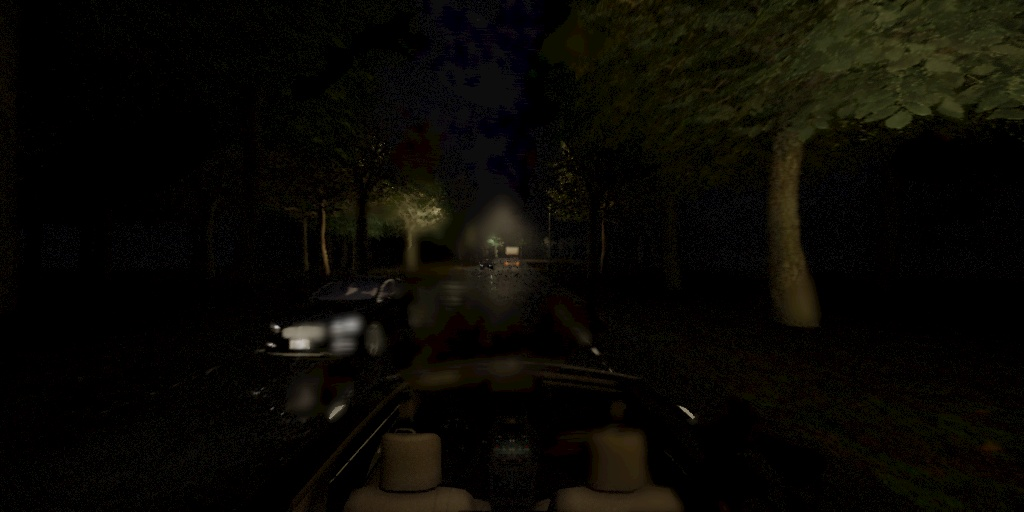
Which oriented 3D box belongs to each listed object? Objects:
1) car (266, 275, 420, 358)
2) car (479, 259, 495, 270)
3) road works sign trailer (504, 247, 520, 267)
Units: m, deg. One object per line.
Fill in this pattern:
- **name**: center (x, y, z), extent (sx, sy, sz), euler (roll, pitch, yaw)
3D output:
- **car**: center (-3.590, 1.242, 8.542), extent (2.128, 1.511, 4.902), euler (0, 0, 0)
- **car**: center (-3.505, 1.197, 50.771), extent (1.837, 1.490, 4.892), euler (0, 0, 1)
- **road works sign trailer**: center (0.046, 0.084, 64.592), extent (2.380, 3.560, 2.880), euler (0, 0, 0)
